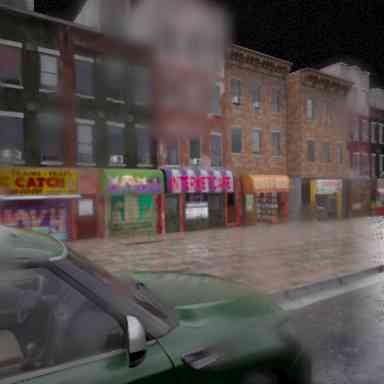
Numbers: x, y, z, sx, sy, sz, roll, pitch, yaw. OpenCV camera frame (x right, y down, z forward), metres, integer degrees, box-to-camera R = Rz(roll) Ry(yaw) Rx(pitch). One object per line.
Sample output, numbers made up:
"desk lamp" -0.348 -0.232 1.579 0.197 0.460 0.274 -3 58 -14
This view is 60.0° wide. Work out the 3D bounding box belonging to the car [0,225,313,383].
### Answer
"car" -1.610 1.216 2.132 5.566 2.045 2.150 0 0 -36
